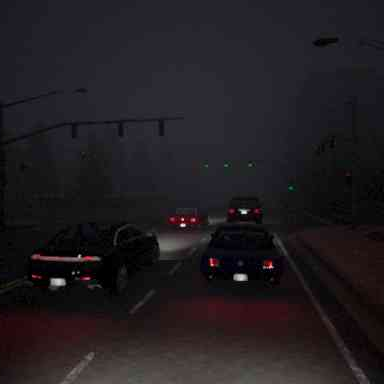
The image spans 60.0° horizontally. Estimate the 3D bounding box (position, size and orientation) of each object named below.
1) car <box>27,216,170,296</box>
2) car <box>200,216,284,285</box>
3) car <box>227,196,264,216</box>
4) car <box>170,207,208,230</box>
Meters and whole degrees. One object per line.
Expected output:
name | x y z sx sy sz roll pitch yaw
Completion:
car | -2.215 1.505 8.752 2.128 1.511 4.902 0 0 8
car | 1.430 1.620 9.636 1.895 1.301 4.718 0 0 9
car | 3.522 1.276 21.919 2.150 2.045 5.566 0 0 11
car | -0.113 1.644 21.511 1.895 1.301 4.718 0 0 10
